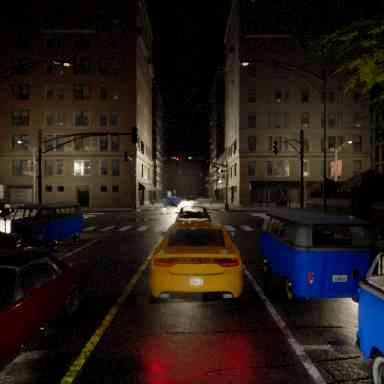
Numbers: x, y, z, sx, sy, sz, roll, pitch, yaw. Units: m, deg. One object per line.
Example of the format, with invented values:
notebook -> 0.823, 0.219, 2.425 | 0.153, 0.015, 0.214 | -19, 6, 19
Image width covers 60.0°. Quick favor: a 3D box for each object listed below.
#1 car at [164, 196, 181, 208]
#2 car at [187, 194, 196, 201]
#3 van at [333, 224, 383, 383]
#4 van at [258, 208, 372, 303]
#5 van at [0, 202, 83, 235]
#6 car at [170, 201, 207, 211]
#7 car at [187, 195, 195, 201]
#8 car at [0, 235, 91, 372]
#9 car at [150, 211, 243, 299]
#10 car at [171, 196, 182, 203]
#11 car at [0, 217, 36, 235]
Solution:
car -> -3.050, 1.463, 48.878 | 1.882, 1.535, 5.008 | 0, 0, 0
car -> -0.227, 1.340, 79.387 | 2.097, 1.767, 4.553 | 0, 0, -1
van -> 2.679, 1.341, 2.255 | 1.690, 1.788, 3.998 | 0, 0, 0
van -> 2.704, 1.340, 7.912 | 1.690, 1.788, 3.998 | 0, 0, 0
van -> -5.796, 1.338, 13.600 | 1.690, 1.788, 3.998 | 0, 0, 0
car -> 0.075, 1.486, 17.919 | 2.128, 1.511, 4.902 | 0, 0, 0
car -> -0.313, 1.584, 89.168 | 1.895, 1.301, 4.718 | 0, 0, -1
car -> -3.042, 1.601, 4.650 | 1.895, 1.301, 4.718 | 0, 0, 1
car -> 0.114, 1.477, 8.500 | 1.882, 1.535, 5.008 | 0, 0, 1
car -> -3.141, 1.523, 69.651 | 2.033, 1.411, 5.357 | 0, 0, -1
car -> -5.822, 1.544, 7.940 | 1.887, 1.381, 4.507 | 0, 0, 0
